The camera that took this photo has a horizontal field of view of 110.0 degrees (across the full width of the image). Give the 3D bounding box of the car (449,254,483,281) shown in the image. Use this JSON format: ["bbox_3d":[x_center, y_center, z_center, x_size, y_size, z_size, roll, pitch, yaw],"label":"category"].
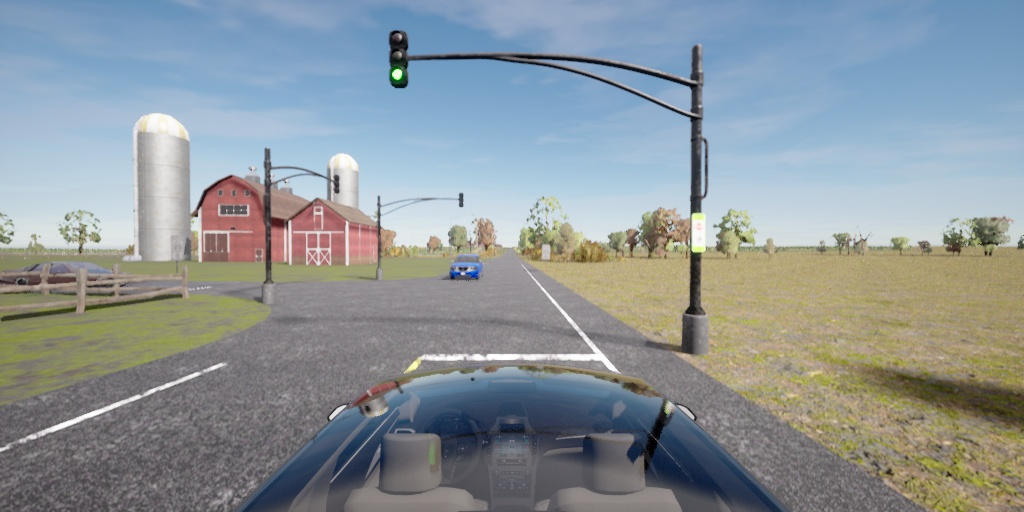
[{"bbox_3d":[-3.493,0.886,28.324,2.150,2.045,5.566,0,0,0],"label":"car"}]

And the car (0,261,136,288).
[{"bbox_3d":[-23.066,0.994,18.727,5.357,1.411,2.033,1,1,0],"label":"car"}]
